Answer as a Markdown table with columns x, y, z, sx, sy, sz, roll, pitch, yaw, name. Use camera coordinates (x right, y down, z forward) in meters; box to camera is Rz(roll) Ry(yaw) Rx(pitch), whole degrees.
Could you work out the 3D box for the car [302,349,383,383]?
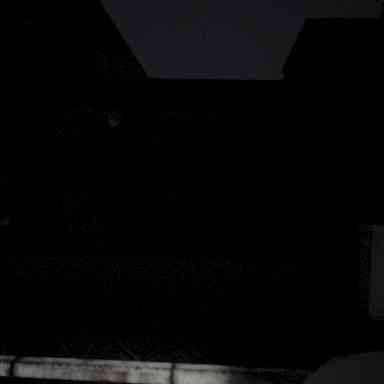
| x | y | z | sx | sy | sz | roll | pitch | yaw | name |
| --- | --- | --- | --- | --- | --- | --- | --- | --- | --- |
| 3.063 | 1.523 | 1.995 | 4.674 | 1.442 | 1.812 | 0 | 0 | 5 | car |
